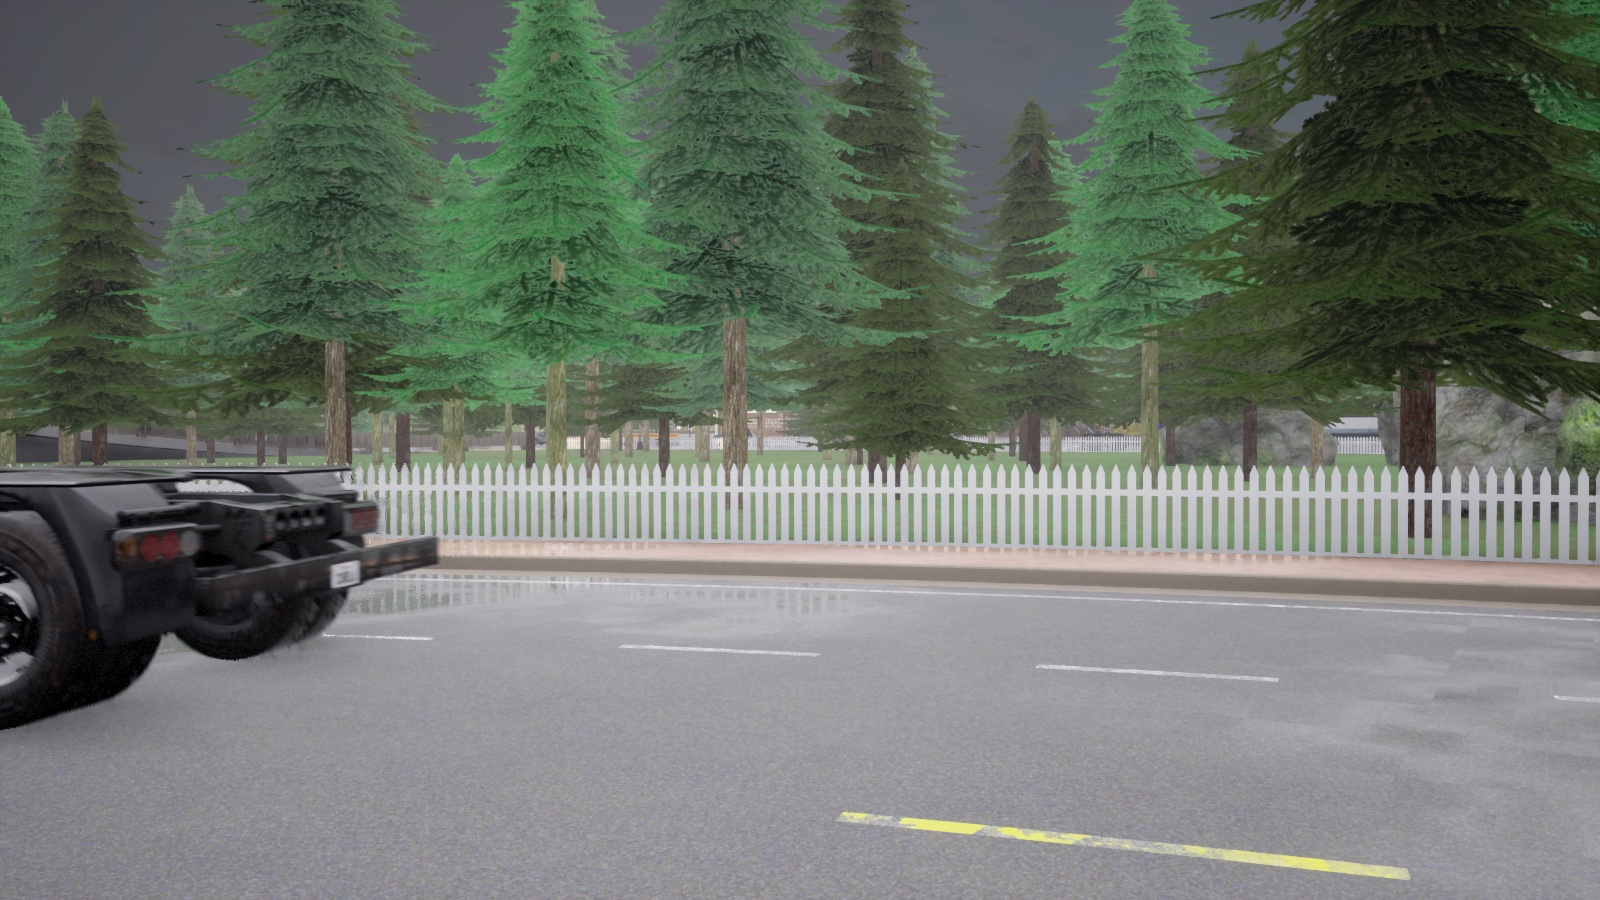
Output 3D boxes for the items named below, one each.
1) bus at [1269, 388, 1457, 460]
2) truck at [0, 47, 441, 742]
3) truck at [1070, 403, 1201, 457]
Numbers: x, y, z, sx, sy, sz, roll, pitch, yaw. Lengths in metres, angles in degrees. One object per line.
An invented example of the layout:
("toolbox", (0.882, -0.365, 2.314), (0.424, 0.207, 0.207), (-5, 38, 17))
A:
("bus", (35.381, -1.628, 79.101), (10.273, 4.253, 3.944), (1, 1, 33))
("truck", (-6.757, -0.315, 8.358), (7.936, 3.462, 2.891), (0, 1, 10))
("truck", (22.241, -1.352, 83.439), (7.936, 3.462, 2.891), (1, 1, 33))
